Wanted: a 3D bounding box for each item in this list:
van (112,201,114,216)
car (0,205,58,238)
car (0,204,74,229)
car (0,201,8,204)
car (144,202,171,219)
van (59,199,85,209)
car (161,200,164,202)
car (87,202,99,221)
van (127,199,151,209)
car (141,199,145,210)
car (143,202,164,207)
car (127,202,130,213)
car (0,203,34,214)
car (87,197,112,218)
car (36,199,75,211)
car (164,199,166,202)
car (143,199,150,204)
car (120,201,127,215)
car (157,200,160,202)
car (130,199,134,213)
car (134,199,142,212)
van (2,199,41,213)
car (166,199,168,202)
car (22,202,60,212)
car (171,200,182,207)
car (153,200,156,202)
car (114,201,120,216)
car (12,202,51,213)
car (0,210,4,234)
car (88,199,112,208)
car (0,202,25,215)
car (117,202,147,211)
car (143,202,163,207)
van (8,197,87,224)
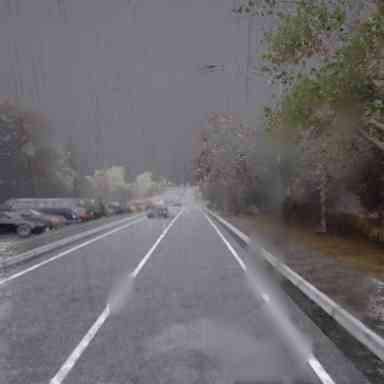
[{"bbox_3d":[-10.198,1.584,32.033,4.442,1.987,1.878,0,-1,0],"label":"van"},{"bbox_3d":[-10.291,1.660,18.166,4.792,1.488,2.163,0,-1,0],"label":"car"},{"bbox_3d":[-10.322,1.695,20.944,4.674,1.452,2.002,0,0,0],"label":"car"},{"bbox_3d":[-23.363,1.695,37.598,5.566,2.045,2.435,0,-1,0],"label":"car"},{"bbox_3d":[-3.355,1.994,33.634,1.895,1.301,4.718,0,-1,0],"label":"car"},{"bbox_3d":[-23.494,2.407,65.417,4.442,1.987,1.878,0,-1,0],"label":"van"},{"bbox_3d":[-10.106,3.006,79.076,5.366,1.575,1.946,0,-2,0],"label":"car"},{"bbox_3d":[-10.346,1.732,26.502,4.792,1.488,2.163,0,-1,0],"label":"car"},{"bbox_3d":[-10.415,2.406,65.337,4.442,1.987,1.878,0,-1,0],"label":"van"},{"bbox_3d":[-10.311,2.290,51.455,4.892,1.521,2.231,0,-1,0],"label":"car"},{"bbox_3d":[-10.471,3.378,90.296,5.366,1.575,1.946,0,-2,0],"label":"car"},{"bbox_3d":[-10.279,1.889,40.357,4.553,1.767,2.185,0,-1,0],"label":"car"},{"bbox_3d":[-23.386,2.126,43.255,4.674,1.452,2.002,0,-1,0],"label":"car"},{"bbox_3d":[-10.344,1.490,29.258,5.566,2.045,2.435,0,-1,0],"label":"car"},{"bbox_3d":[-23.354,2.177,57.110,5.566,2.045,2.435,0,-1,0],"label":"car"},{"bbox_3d":[-10.103,3.193,84.746,5.366,1.575,1.946,0,-2,0],"label":"car"},{"bbox_3d":[-10.118,2.354,54.230,5.366,1.575,1.946,0,-1,0],"label":"car"},{"bbox_3d":[-10.306,1.946,37.578,5.008,1.535,2.097,0,-1,0],"label":"car"},{"bbox_3d":[-10.288,2.847,73.658,4.892,1.521,2.231,0,-2,0],"label":"car"},{"bbox_3d":[-10.278,1.958,43.132,4.553,1.767,2.185,0,-1,0],"label":"car"},{"bbox_3d":[-10.122,2.149,45.904,5.366,1.575,1.946,0,-1,0],"label":"car"},{"bbox_3d":[-23.504,1.926,45.905,4.442,1.987,1.878,0,-1,0],"label":"van"},{"bbox_3d":[-10.313,3.223,93.079,5.566,2.045,2.435,0,-2,0],"label":"car"},{"bbox_3d":[-23.379,2.291,51.564,5.008,1.535,2.097,0,-1,0],"label":"car"},{"bbox_3d":[-3.346,2.860,75.880,1.895,1.301,4.718,0,-2,0],"label":"car"},{"bbox_3d":[-10.326,2.730,68.107,4.792,1.488,2.163,0,-1,0],"label":"car"},{"bbox_3d":[-10.315,1.918,34.802,4.674,1.452,2.002,0,-1,0],"label":"car"},{"bbox_3d":[-23.389,2.260,48.669,4.674,1.452,2.002,0,-1,0],"label":"car"},{"bbox_3d":[-10.329,1.583,12.616,5.008,1.535,2.097,0,0,0],"label":"car"},{"bbox_3d":[-23.397,2.945,84.793,5.566,2.045,2.435,0,-2,0],"label":"car"},{"bbox_3d":[-23.384,2.018,40.486,5.008,1.535,2.097,0,-1,0],"label":"car"},{"bbox_3d":[-10.273,2.456,57.005,4.792,1.488,2.163,0,-1,0],"label":"car"},{"bbox_3d":[-10.293,3.290,87.520,4.892,1.521,2.231,0,-2,0],"label":"car"},{"bbox_3d":[-10.202,1.453,23.722,4.442,1.987,1.878,0,0,0],"label":"van"}]
